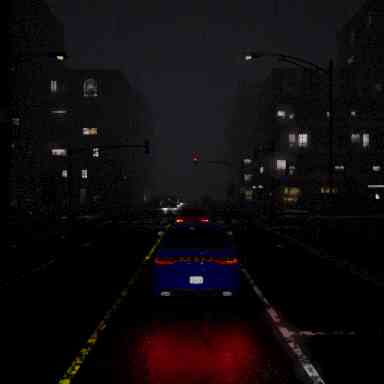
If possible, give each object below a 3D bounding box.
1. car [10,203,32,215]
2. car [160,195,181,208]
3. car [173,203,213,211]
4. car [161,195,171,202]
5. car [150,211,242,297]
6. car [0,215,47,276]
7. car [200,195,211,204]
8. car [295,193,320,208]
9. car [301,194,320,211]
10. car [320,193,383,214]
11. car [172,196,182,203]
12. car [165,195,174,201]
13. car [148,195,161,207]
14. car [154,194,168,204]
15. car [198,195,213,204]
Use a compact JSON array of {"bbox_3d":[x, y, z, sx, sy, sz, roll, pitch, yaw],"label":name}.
[{"bbox_3d":[-18.040,1.803,32.102,4.902,1.511,2.128,-1,0,-1],"label":"car"},{"bbox_3d":[-3.158,1.560,49.230,2.033,1.411,5.357,0,0,-1],"label":"car"},{"bbox_3d":[0.070,1.526,17.973,1.812,1.442,4.674,0,0,1],"label":"car"},{"bbox_3d":[-5.809,1.470,74.588,1.967,1.590,4.097,0,0,0],"label":"car"},{"bbox_3d":[0.090,1.477,8.632,1.882,1.535,5.008,0,0,0],"label":"car"},{"bbox_3d":[-5.756,1.582,9.834,1.802,1.307,4.206,0,0,0],"label":"car"},{"bbox_3d":[2.590,1.461,63.238,1.967,1.590,4.097,0,0,0],"label":"car"},{"bbox_3d":[14.499,1.015,38.206,5.009,1.841,2.192,-1,1,-1],"label":"car"},{"bbox_3d":[14.727,1.205,35.637,4.892,1.490,1.837,-1,0,-1],"label":"car"},{"bbox_3d":[14.647,1.029,29.828,5.009,1.841,2.192,-1,1,-1],"label":"car"},{"bbox_3d":[-3.112,1.622,70.518,1.895,1.301,4.718,0,0,0],"label":"car"},{"bbox_3d":[-5.827,1.480,85.953,1.967,1.590,4.097,0,0,0],"label":"car"},{"bbox_3d":[-5.772,1.580,51.858,1.947,1.339,4.313,0,0,0],"label":"car"},{"bbox_3d":[-5.791,1.336,63.223,2.192,1.841,5.009,0,0,0],"label":"car"},{"bbox_3d":[2.598,1.458,57.556,1.967,1.590,4.097,0,0,0],"label":"car"}]
